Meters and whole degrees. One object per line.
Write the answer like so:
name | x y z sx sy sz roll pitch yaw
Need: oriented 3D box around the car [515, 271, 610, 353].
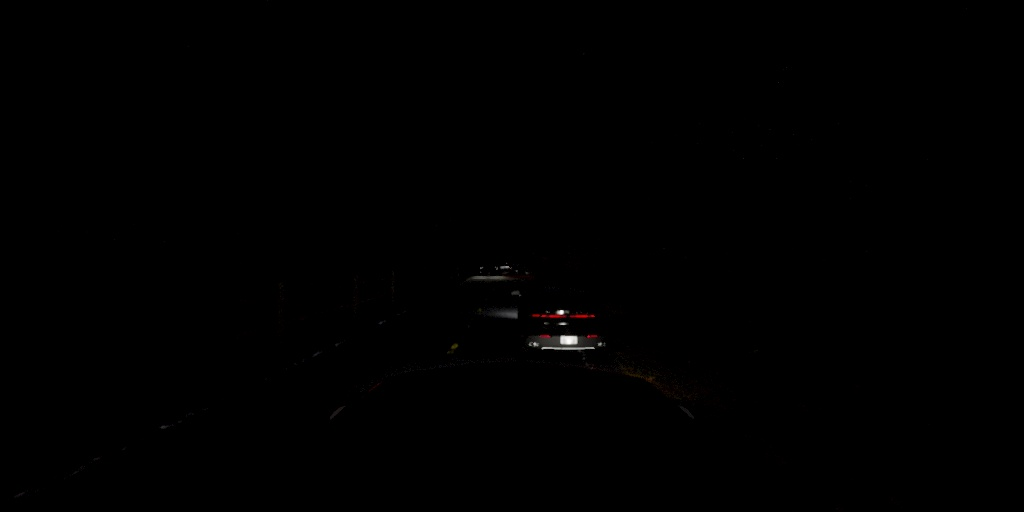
car | 1.059 1.291 8.935 1.837 1.490 4.892 0 0 1

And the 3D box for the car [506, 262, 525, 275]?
car | 0.555 1.458 41.895 1.812 1.442 4.674 0 0 1

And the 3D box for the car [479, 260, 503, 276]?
car | -2.411 1.280 39.880 2.097 1.767 4.553 0 0 1
